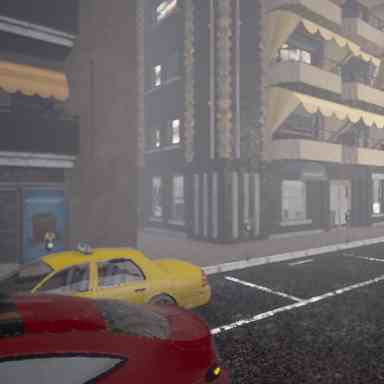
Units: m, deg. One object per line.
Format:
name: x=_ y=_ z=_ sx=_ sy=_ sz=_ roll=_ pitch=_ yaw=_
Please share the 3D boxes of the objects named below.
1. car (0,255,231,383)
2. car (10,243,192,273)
car: x=-1.823 y=1.530 z=2.066 sx=4.674 sy=1.442 sz=1.812 roll=0 pitch=0 yaw=-36
car: x=-1.941 y=1.530 z=5.176 sx=4.829 sy=1.417 sz=1.752 roll=0 pitch=0 yaw=-36
